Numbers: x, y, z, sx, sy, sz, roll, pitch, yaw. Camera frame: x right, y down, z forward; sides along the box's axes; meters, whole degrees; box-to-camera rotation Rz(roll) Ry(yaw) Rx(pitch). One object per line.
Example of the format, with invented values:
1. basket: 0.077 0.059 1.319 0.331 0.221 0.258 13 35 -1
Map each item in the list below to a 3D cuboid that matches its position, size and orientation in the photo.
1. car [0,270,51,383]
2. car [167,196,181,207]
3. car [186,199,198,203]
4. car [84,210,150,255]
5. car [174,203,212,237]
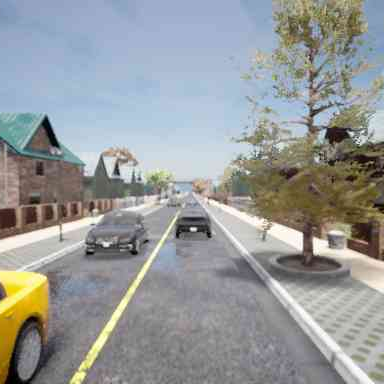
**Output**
1. car: -2.852 1.487 2.513 1.882 1.535 5.008 0 0 0
2. car: -2.926 1.518 54.232 2.097 1.767 4.553 0 0 0
3. car: 0.012 1.674 43.418 2.033 1.411 5.357 0 0 0
4. car: -2.865 1.546 13.569 1.837 1.490 4.892 0 0 0
5. car: 0.064 1.557 18.430 1.837 1.490 4.892 0 0 0
